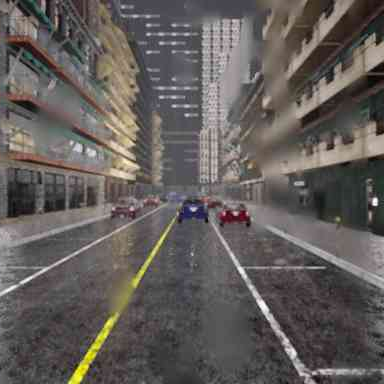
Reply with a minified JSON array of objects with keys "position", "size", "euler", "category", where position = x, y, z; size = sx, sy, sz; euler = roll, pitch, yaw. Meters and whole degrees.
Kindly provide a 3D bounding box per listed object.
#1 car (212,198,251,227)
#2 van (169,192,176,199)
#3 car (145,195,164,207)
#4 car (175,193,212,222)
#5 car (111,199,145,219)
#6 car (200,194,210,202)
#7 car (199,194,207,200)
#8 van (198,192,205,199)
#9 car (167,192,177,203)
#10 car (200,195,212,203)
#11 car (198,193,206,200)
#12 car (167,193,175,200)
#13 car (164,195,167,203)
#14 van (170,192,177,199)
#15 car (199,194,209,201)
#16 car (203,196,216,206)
[{"position":[2.576,1.320,21.538],"size":[1.967,1.590,4.097],"euler":[0,0,0],"category":"car"},{"position":[-5.293,0.957,89.809],"size":[1.690,1.788,3.998],"euler":[0,0,0],"category":"van"},{"position":[-5.301,1.212,44.291],"size":[1.967,1.590,4.097],"euler":[0,0,0],"category":"car"},{"position":[0.105,1.218,24.613],"size":[2.097,1.767,4.553],"euler":[0,0,0],"category":"car"},{"position":[-5.304,1.292,27.221],"size":[1.967,1.590,4.097],"euler":[0,0,0],"category":"car"},{"position":[2.583,1.206,67.226],"size":[1.752,1.417,4.829],"euler":[0,0,0],"category":"car"},{"position":[2.584,1.190,78.434],"size":[1.887,1.381,4.507],"euler":[0,0,0],"category":"car"},{"position":[2.587,0.957,89.813],"size":[1.690,1.788,3.998],"euler":[0,0,0],"category":"van"},{"position":[-2.787,1.187,59.121],"size":[1.882,1.535,5.008],"euler":[0,0,1],"category":"car"},{"position":[2.581,1.267,61.366],"size":[1.947,1.339,4.313],"euler":[0,0,0],"category":"car"},{"position":[2.586,1.070,84.123],"size":[1.967,1.590,4.097],"euler":[0,0,0],"category":"car"},{"position":[-5.294,1.070,84.120],"size":[1.967,1.590,4.097],"euler":[0,0,0],"category":"car"},{"position":[-5.299,1.267,61.361],"size":[1.947,1.339,4.313],"euler":[0,0,0],"category":"car"},{"position":[-5.292,0.944,95.499],"size":[1.690,1.788,3.998],"euler":[0,0,0],"category":"van"},{"position":[2.584,1.207,72.744],"size":[1.887,1.381,4.507],"euler":[0,0,0],"category":"car"},{"position":[2.580,1.329,49.986],"size":[1.802,1.307,4.206],"euler":[0,0,0],"category":"car"}]
